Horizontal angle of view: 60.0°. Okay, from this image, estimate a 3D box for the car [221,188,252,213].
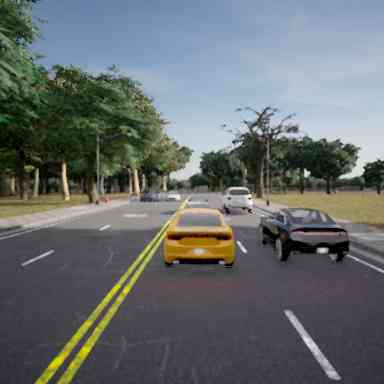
[{"bbox_3d":[3.826,0.655,28.906,2.150,2.045,5.566,0,1,1],"label":"car"}]

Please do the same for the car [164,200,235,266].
[{"bbox_3d":[0.235,1.257,10.680,1.882,1.535,5.008,0,1,1],"label":"car"}]

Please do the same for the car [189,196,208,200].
[{"bbox_3d":[0.561,1.033,28.426,1.895,1.301,4.718,0,1,1],"label":"car"}]

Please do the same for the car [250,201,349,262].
[{"bbox_3d":[3.495,1.274,11.182,2.128,1.511,4.902,0,1,1],"label":"car"}]

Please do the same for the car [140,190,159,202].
[{"bbox_3d":[-5.803,0.458,45.579,2.097,1.767,4.553,0,1,1],"label":"car"}]

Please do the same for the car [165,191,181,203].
[{"bbox_3d":[-2.560,0.648,45.315,1.812,1.442,4.674,0,1,1],"label":"car"}]
